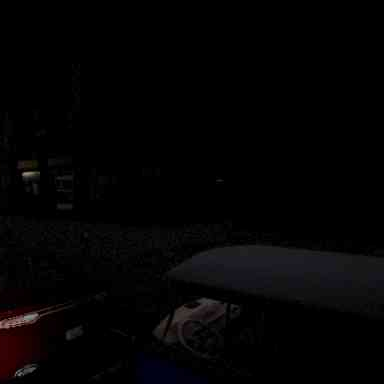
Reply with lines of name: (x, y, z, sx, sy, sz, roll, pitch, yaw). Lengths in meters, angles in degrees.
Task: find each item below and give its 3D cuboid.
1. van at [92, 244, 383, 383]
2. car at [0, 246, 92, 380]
van: (1.404, 1.341, 1.958, 3.998, 1.788, 1.690, 0, 0, 35)
car: (-3.219, 1.541, 5.254, 4.507, 1.381, 1.887, 0, 0, 35)
